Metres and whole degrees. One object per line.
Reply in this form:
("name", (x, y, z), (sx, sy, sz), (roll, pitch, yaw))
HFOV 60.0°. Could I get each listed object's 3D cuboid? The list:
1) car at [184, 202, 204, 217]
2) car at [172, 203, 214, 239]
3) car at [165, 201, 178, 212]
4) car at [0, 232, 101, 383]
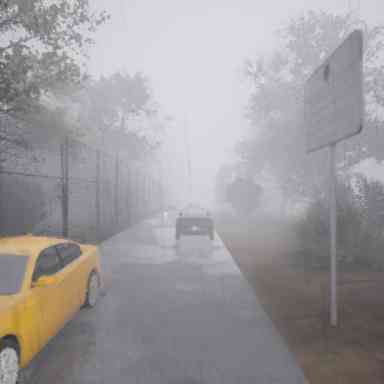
("car", (0.202, 1.863, 36.623), (2.033, 1.411, 5.357), (0, -1, 0))
("car", (0.124, 1.548, 17.872), (1.882, 1.535, 5.008), (0, 0, 0))
("car", (-2.679, 1.980, 45.863), (1.882, 1.535, 5.008), (0, -1, 1))
("car", (-2.846, 1.482, 5.027), (1.882, 1.535, 5.008), (0, 0, 0))
